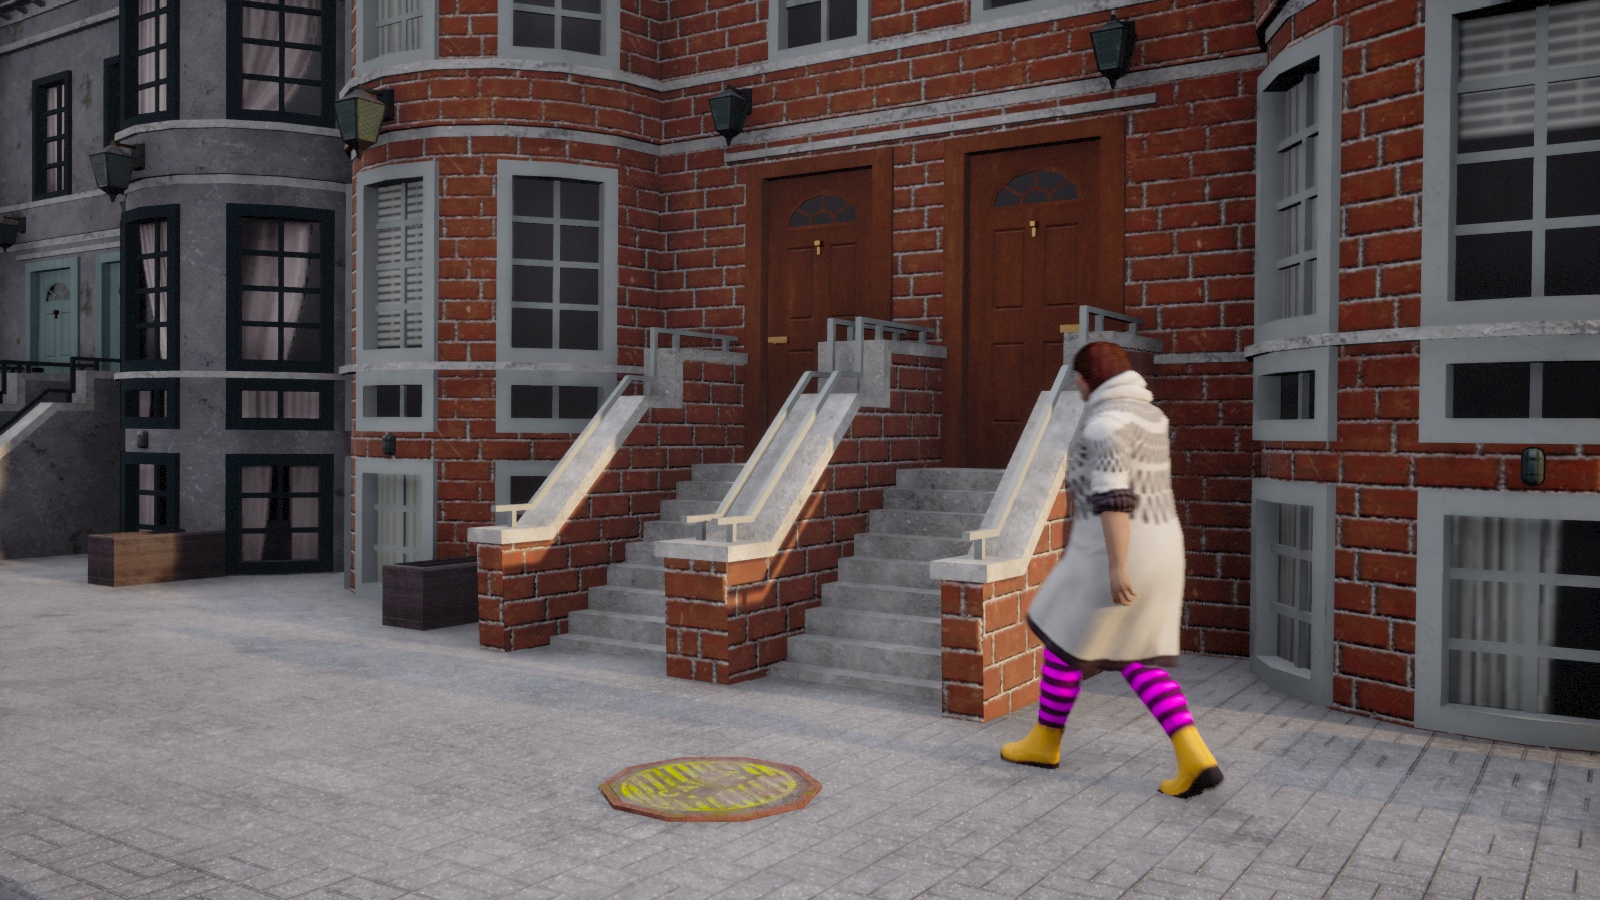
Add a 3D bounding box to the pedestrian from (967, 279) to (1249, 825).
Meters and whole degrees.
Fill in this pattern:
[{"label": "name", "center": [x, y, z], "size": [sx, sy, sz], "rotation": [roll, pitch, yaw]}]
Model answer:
[{"label": "pedestrian", "center": [1.226, 0.361, 5.021], "size": [0.873, 1.952, 0.659], "rotation": [0, 1, 43]}]
